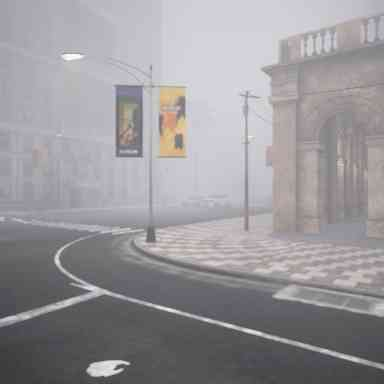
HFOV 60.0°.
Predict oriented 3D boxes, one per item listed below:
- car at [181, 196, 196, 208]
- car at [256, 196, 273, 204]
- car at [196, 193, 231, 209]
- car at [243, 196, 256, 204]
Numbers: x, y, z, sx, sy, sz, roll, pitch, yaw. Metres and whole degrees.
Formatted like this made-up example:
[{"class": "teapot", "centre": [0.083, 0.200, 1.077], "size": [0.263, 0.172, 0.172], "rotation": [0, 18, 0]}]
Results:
[{"class": "car", "centre": [0.415, 1.336, 48.098], "size": [2.097, 1.767, 4.553], "rotation": [0, 0, 36]}, {"class": "car", "centre": [14.272, 1.514, 61.182], "size": [2.128, 1.511, 4.902], "rotation": [0, 0, 36]}, {"class": "car", "centre": [3.413, 1.207, 46.274], "size": [2.150, 2.045, 5.566], "rotation": [0, 0, 36]}, {"class": "car", "centre": [11.433, 1.539, 63.228], "size": [1.837, 1.490, 4.892], "rotation": [0, 0, 36]}]
